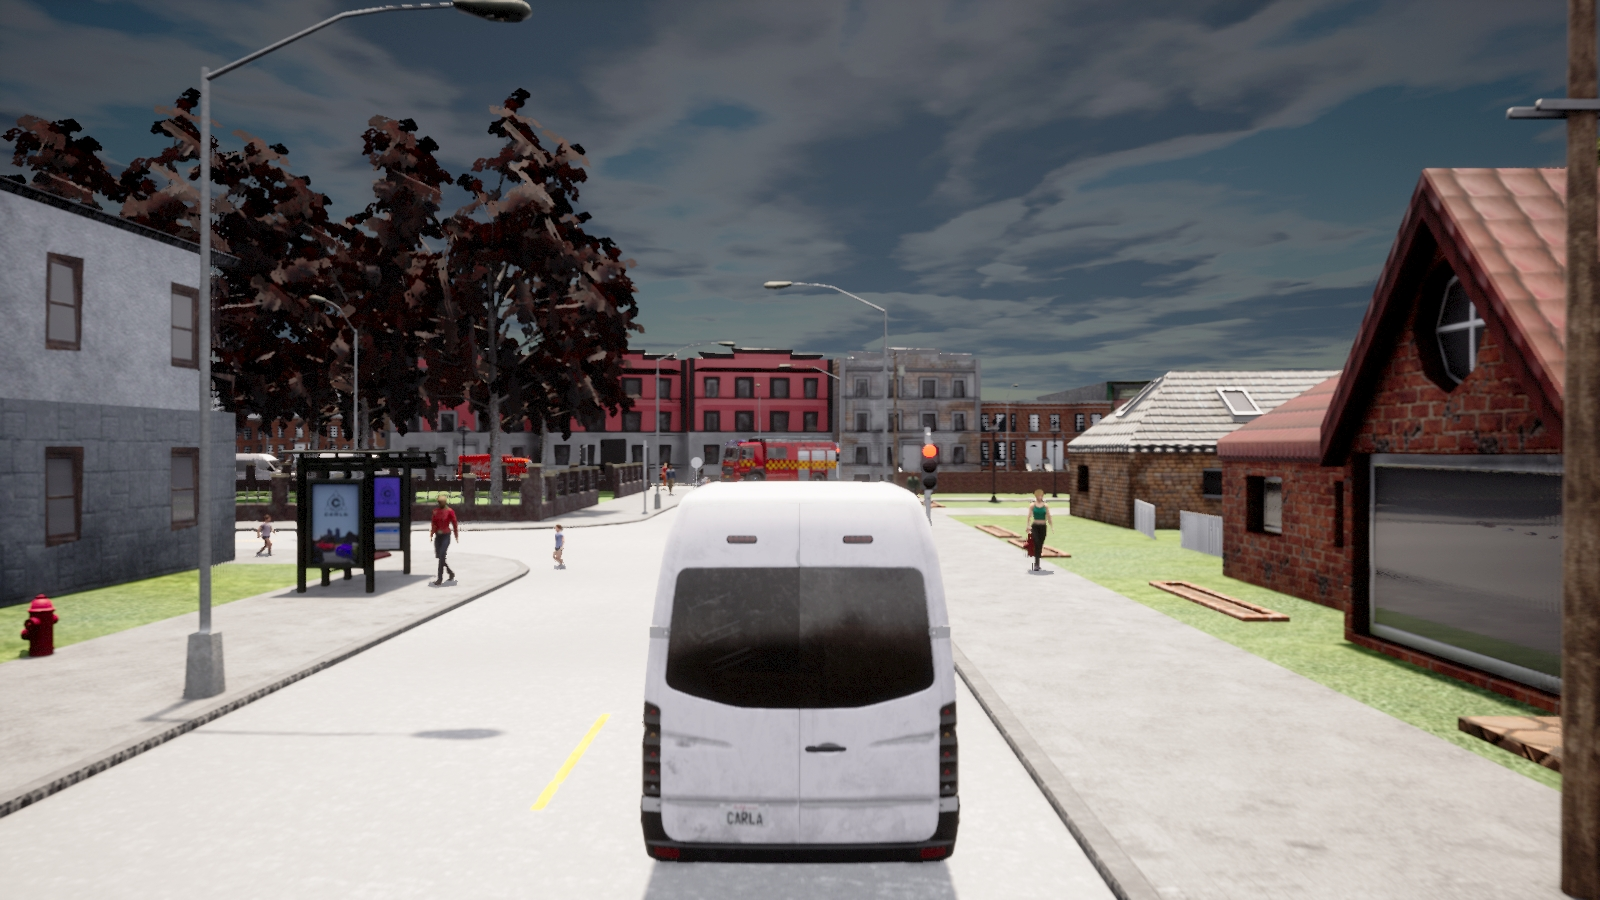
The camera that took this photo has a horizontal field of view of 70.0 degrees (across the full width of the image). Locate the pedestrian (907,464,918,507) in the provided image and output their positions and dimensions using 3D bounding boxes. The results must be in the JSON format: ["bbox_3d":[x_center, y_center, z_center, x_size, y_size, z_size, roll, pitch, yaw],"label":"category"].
[{"bbox_3d":[4.891,1.523,49.704,0.375,1.860,0.375,0,0,-6],"label":"pedestrian"}]

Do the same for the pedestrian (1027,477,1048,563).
[{"bbox_3d":[5.170,1.523,24.899,0.375,1.860,0.375,0,0,-3],"label":"pedestrian"}]

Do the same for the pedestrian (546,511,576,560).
[{"bbox_3d":[-5.613,2.008,26.848,0.500,1.100,0.500,0,0,43],"label":"pedestrian"}]

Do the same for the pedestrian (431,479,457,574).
[{"bbox_3d":[-7.086,1.517,22.745,0.375,1.860,0.375,0,0,10],"label":"pedestrian"}]

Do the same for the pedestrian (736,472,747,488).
[{"bbox_3d":[-3.921,2.007,76.465,0.500,1.100,0.500,0,0,31],"label":"pedestrian"}]

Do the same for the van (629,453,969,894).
[{"bbox_3d":[-0.006,1.314,9.631,1.988,2.561,5.915,0,0,0],"label":"van"}]

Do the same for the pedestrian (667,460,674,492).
[{"bbox_3d":[-7.586,1.525,66.994,0.375,1.860,0.375,0,0,2],"label":"pedestrian"}]

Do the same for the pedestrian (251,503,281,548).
[{"bbox_3d":[-13.505,1.895,28.880,0.500,1.100,0.500,0,0,8],"label":"pedestrian"}]

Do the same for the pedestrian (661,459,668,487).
[{"bbox_3d":[-9.037,1.522,76.320,0.375,1.860,0.375,0,0,17],"label":"pedestrian"}]
